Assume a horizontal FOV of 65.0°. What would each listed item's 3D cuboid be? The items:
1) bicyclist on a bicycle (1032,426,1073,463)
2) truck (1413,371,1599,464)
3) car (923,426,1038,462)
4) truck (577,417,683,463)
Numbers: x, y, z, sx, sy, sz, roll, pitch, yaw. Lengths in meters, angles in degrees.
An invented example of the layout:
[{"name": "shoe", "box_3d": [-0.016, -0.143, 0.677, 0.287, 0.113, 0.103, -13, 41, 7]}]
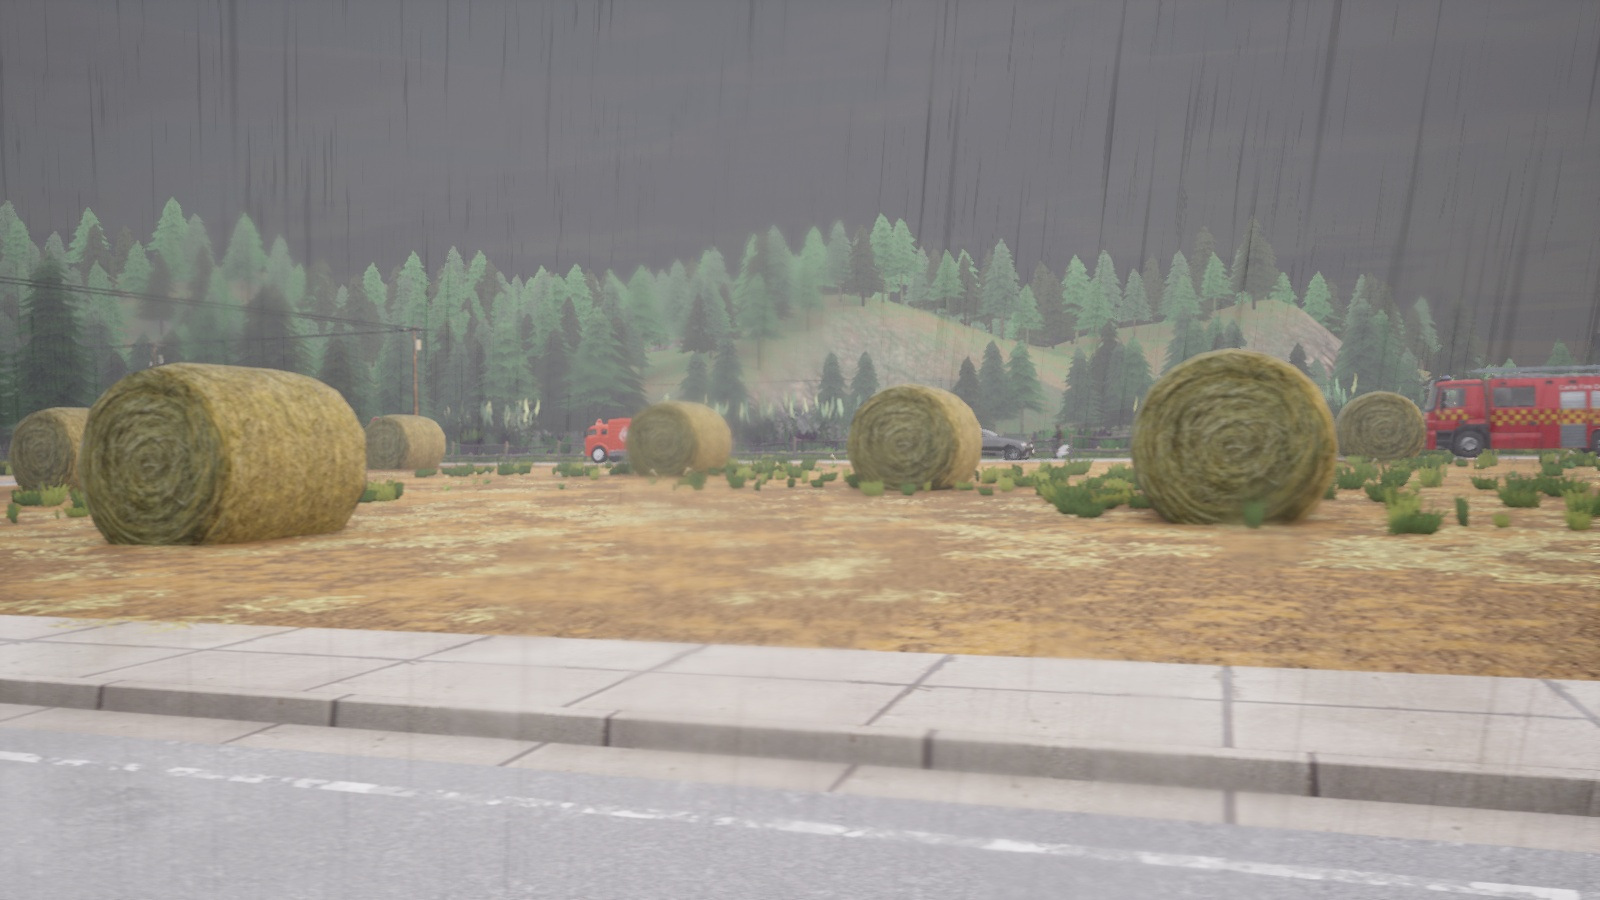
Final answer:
[{"name": "bicyclist on a bicycle", "box_3d": [12.348, -0.270, 61.423, 1.843, 1.776, 0.659, 0, 1, 22]}, {"name": "truck", "box_3d": [31.037, -1.356, 53.747, 8.468, 3.827, 2.891, 0, 1, 22]}, {"name": "car", "box_3d": [8.513, -0.298, 59.211, 5.027, 1.651, 2.152, 0, 1, 22]}, {"name": "truck", "box_3d": [-9.523, -0.567, 70.378, 5.204, 2.467, 2.627, 0, 1, 22]}]
